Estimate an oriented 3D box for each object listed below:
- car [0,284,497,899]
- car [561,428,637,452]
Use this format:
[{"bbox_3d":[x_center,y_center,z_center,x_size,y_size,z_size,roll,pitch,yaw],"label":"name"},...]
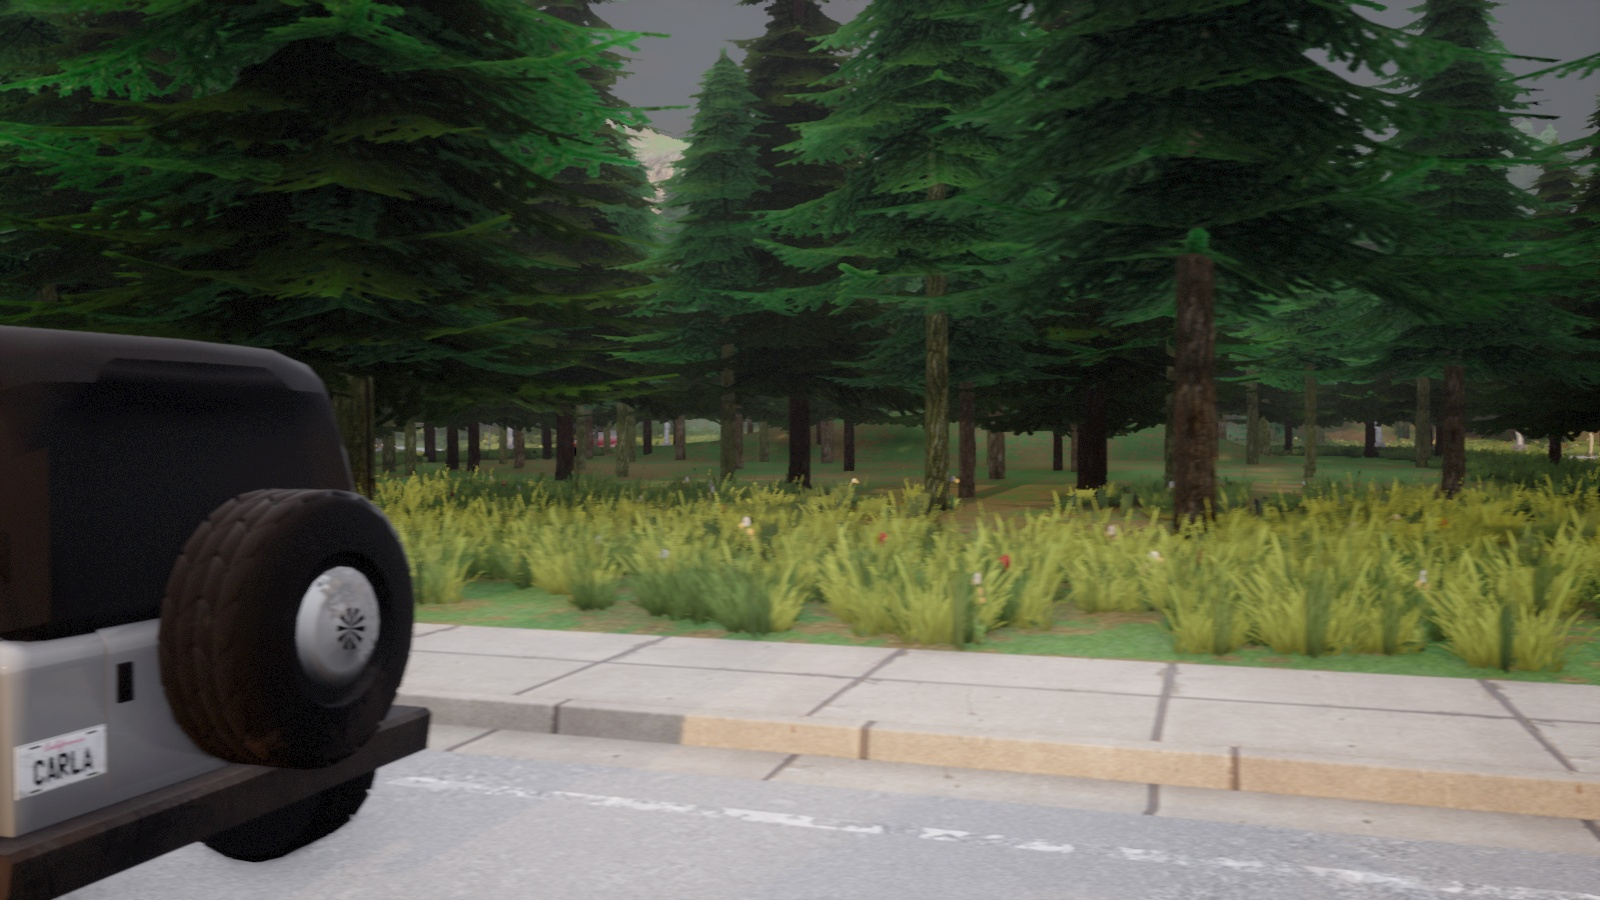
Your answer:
[{"bbox_3d":[-3.240,0.544,4.281,3.866,1.878,1.905,1,1,19],"label":"car"},{"bbox_3d":[-14.116,-0.712,88.230,4.856,1.649,2.033,-1,1,-32],"label":"car"}]
